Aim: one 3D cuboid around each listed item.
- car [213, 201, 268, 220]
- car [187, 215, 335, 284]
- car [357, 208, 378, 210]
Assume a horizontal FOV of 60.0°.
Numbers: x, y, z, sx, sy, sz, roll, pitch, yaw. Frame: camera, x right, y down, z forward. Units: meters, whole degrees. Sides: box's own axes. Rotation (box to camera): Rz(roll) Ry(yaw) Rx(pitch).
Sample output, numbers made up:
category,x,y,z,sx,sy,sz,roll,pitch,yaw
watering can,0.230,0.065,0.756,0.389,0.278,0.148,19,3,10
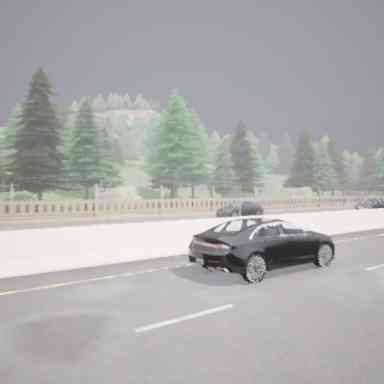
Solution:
category,x,y,z,sx,sy,sz,roll,pitch,yaw
car,4.201,1.516,28.458,4.674,1.442,1.812,0,0,-36
car,2.169,1.488,9.588,4.902,1.511,2.128,0,0,-35
car,18.618,1.475,34.426,4.902,1.511,2.128,0,0,-35
